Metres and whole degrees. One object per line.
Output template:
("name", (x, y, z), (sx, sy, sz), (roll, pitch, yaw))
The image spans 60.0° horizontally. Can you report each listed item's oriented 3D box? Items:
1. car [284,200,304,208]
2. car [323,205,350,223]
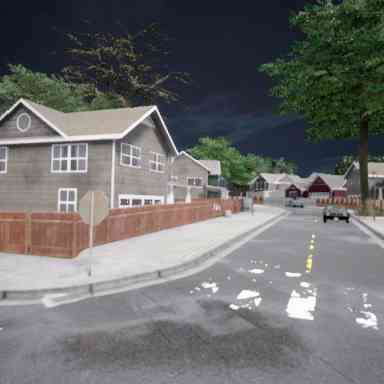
("car", (17.069, 1.964, 55.705), (1.994, 1.385, 4.181), (2, 0, -6))
("car", (11.799, 1.754, 27.399), (1.895, 1.301, 4.718), (1, 0, 21))
